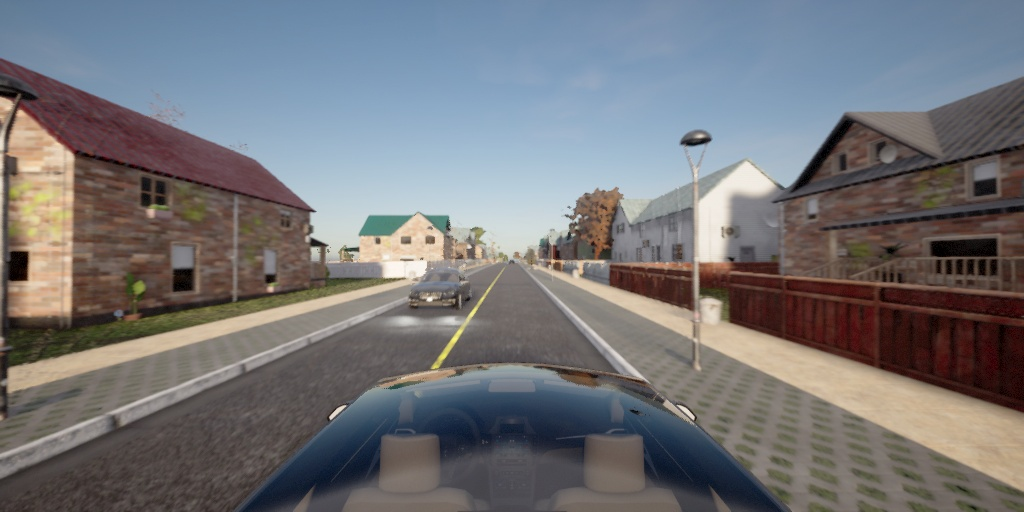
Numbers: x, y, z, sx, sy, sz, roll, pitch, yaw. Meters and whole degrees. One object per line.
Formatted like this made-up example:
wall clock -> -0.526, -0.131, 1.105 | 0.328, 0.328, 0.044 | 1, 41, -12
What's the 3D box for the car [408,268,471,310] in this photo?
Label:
car -> -2.779, 1.263, 14.670 | 1.837, 1.490, 4.892 | 0, -1, 1
